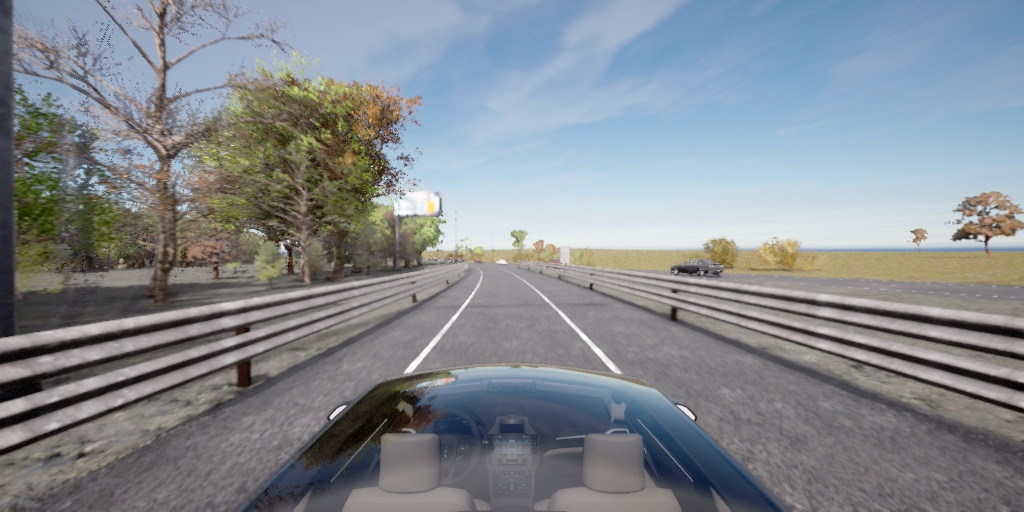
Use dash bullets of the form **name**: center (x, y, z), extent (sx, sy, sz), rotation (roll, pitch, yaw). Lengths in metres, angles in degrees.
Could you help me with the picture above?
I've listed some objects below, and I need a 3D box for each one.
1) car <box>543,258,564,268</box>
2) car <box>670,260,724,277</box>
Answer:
- **car**: center (6.887, 1.124, 59.676), extent (2.097, 1.767, 4.553), rotation (-1, 0, -19)
- **car**: center (16.508, 1.070, 32.308), extent (2.128, 1.511, 4.902), rotation (-1, 0, -19)
